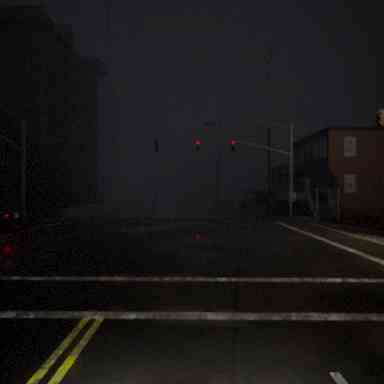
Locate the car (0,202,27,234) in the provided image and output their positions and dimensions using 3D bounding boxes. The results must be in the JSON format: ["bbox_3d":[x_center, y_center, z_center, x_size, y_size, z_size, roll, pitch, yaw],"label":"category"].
[{"bbox_3d":[-11.695,1.348,18.227,4.553,1.767,2.097,0,0,1],"label":"car"}]
